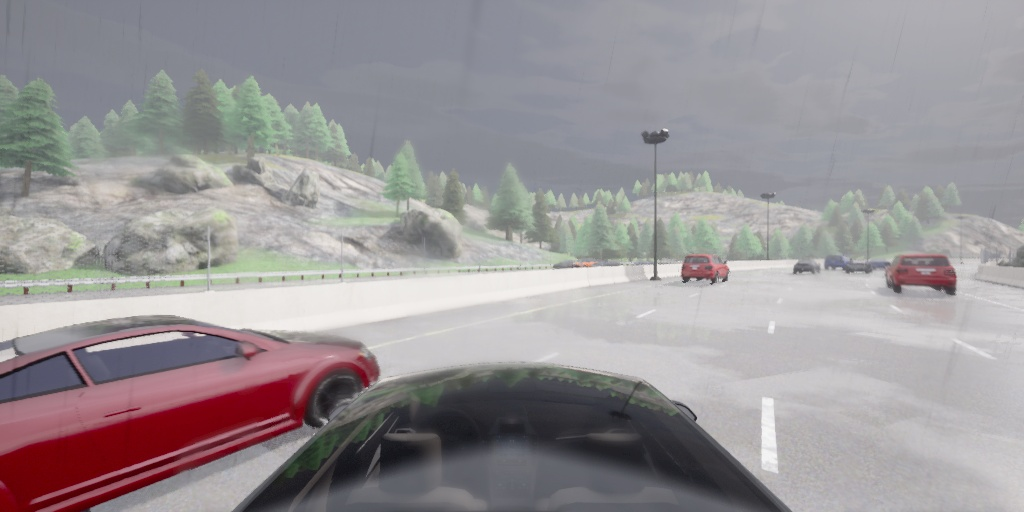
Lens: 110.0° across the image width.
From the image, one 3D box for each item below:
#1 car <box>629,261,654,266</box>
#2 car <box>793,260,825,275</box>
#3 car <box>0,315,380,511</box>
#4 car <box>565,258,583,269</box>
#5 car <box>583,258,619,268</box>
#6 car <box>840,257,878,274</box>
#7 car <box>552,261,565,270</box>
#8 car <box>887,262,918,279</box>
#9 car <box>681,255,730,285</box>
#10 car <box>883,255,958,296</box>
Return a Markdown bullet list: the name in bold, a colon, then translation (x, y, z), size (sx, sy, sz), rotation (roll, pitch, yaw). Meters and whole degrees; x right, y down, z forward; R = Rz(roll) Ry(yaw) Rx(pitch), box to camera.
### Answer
- **car**: translation (15.765, 1.269, 43.191), size (5.357, 1.411, 2.033), rotation (0, 0, -44)
- **car**: translation (32.088, 1.228, 38.948), size (4.892, 1.490, 1.837), rotation (1, -1, -41)
- **car**: translation (-3.535, 1.312, 3.659), size (1.994, 1.385, 4.181), rotation (0, 0, 34)
- **car**: translation (9.479, 1.070, 46.839), size (4.553, 1.767, 2.097), rotation (0, 0, -44)
- **car**: translation (11.243, 1.213, 43.661), size (4.902, 1.511, 2.128), rotation (0, 0, -45)
- **car**: translation (38.983, 1.216, 40.204), size (4.902, 1.511, 2.128), rotation (0, 0, -39)
- **car**: translation (8.002, 1.264, 50.294), size (5.357, 1.411, 2.033), rotation (0, 0, -44)
- **car**: translation (35.413, 1.256, 32.522), size (4.674, 1.442, 1.812), rotation (0, 0, -42)
- **car**: translation (14.341, 0.954, 26.519), size (2.150, 2.045, 5.566), rotation (0, 0, 43)
- **car**: translation (22.431, 0.961, 19.792), size (2.150, 2.045, 5.566), rotation (0, 0, 43)
